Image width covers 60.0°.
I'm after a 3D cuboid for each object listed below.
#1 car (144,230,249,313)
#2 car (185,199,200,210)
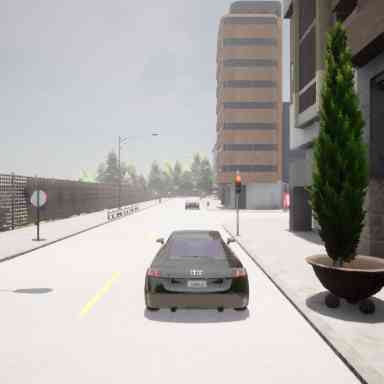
[{"bbox_3d":[0.085,1.564,7.772,1.994,1.385,4.181,0,0,0],"label":"car"},{"bbox_3d":[0.028,1.601,43.872,1.895,1.301,4.718,0,0,-1],"label":"car"}]
